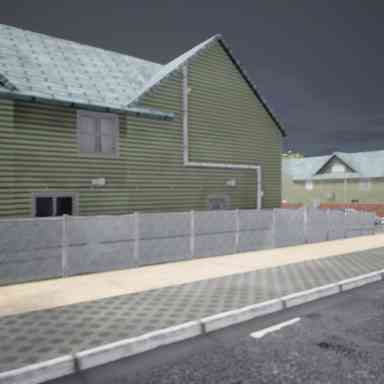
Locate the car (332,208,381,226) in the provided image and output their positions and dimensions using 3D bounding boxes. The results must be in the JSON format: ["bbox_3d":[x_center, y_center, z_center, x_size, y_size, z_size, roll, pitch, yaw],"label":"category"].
[{"bbox_3d":[12.457,2.007,26.493,1.812,1.442,4.674,-1,-1,-36],"label":"car"}]
